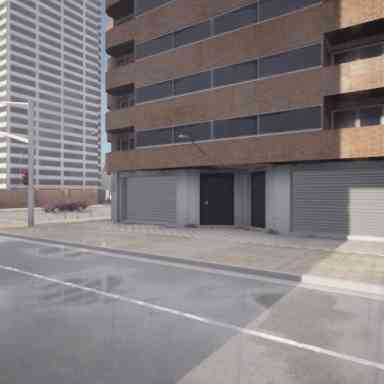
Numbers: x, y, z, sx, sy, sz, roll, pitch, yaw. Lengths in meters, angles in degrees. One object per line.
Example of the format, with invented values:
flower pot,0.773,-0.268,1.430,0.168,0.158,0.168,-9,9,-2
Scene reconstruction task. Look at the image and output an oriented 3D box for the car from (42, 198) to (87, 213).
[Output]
car,-14.086,1.475,36.872,1.882,1.535,5.008,0,0,35
